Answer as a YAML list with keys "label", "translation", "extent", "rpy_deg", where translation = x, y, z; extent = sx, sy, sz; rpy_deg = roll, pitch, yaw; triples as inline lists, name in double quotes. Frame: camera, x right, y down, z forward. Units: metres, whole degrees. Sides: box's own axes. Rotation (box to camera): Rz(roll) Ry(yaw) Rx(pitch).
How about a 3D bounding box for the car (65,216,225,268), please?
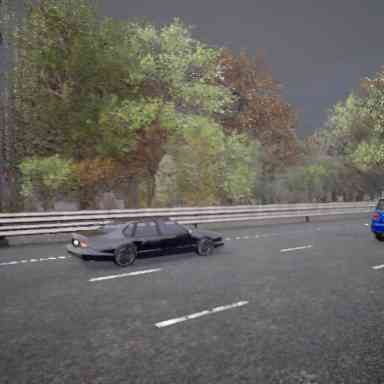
- label: "car"
  translation: [-1.404, 1.549, 11.339]
  extent: [5.357, 1.411, 2.033]
  rpy_deg: [0, 0, -35]

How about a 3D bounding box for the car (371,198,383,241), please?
- label: "car"
  translation: [10.581, 1.235, 15.550]
  extent: [5.566, 2.045, 2.150]
  rpy_deg: [0, 0, -35]
